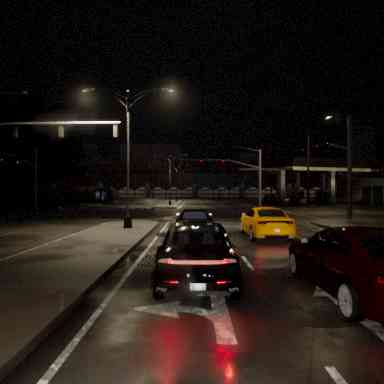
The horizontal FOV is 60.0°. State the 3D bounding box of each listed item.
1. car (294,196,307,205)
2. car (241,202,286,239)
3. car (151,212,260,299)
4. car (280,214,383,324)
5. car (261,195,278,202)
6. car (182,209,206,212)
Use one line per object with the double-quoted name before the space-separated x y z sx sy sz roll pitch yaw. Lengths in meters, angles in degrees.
"car" 18.986 1.453 57.497 1.970 1.475 3.806 0 0 0
"car" 3.610 1.477 16.490 1.882 1.535 5.008 0 0 0
"car" 0.104 1.491 8.399 2.128 1.511 4.902 0 0 0
"car" 3.603 1.477 7.238 1.882 1.535 5.008 0 0 0
"car" 13.240 1.292 56.738 2.242 1.667 4.611 0 0 0
"car" 0.111 1.563 17.168 1.994 1.385 4.181 0 0 -1
